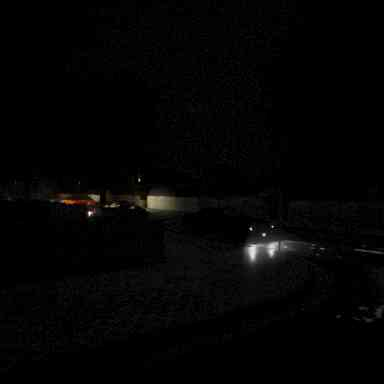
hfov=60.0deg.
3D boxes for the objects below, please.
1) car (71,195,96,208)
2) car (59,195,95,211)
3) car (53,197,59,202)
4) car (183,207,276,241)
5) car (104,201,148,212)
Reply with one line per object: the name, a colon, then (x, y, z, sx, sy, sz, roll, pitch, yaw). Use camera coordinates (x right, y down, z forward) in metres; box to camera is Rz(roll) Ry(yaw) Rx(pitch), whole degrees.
car: (-14.555, 1.263, 44.415, 1.882, 1.535, 5.008, 0, 0, -35)
car: (-12.888, 1.172, 37.141, 2.097, 1.767, 4.553, 0, 0, -35)
car: (-20.571, 1.343, 52.722, 1.895, 1.301, 4.718, 0, 0, -36)
car: (1.632, 1.487, 16.849, 2.033, 1.411, 5.357, 0, 0, -36)
car: (-5.428, 1.426, 26.700, 2.033, 1.411, 5.357, 0, 0, -36)
